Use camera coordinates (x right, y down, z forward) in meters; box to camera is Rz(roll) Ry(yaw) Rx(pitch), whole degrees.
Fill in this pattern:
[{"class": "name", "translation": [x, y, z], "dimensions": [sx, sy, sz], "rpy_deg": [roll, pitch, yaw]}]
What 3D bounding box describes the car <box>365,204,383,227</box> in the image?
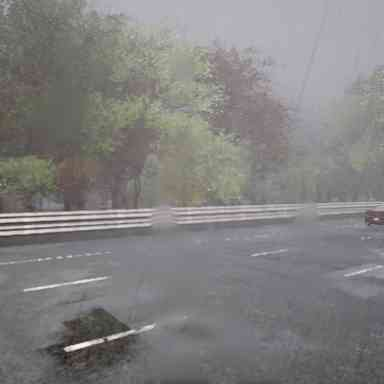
[{"class": "car", "translation": [13.287, 1.507, 21.779], "dimensions": [5.008, 1.535, 1.882], "rpy_deg": [0, 0, -35]}]
